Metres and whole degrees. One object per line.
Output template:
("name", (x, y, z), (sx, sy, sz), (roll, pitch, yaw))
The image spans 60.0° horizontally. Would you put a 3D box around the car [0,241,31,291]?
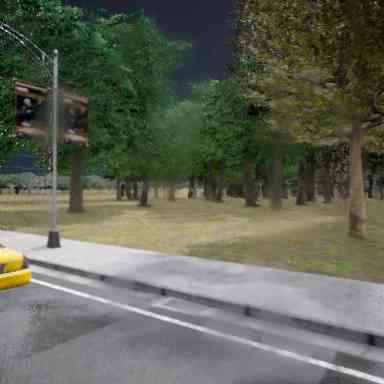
("car", (-5.853, 1.446, 7.741), (5.366, 1.575, 1.801), (0, 0, 36))
